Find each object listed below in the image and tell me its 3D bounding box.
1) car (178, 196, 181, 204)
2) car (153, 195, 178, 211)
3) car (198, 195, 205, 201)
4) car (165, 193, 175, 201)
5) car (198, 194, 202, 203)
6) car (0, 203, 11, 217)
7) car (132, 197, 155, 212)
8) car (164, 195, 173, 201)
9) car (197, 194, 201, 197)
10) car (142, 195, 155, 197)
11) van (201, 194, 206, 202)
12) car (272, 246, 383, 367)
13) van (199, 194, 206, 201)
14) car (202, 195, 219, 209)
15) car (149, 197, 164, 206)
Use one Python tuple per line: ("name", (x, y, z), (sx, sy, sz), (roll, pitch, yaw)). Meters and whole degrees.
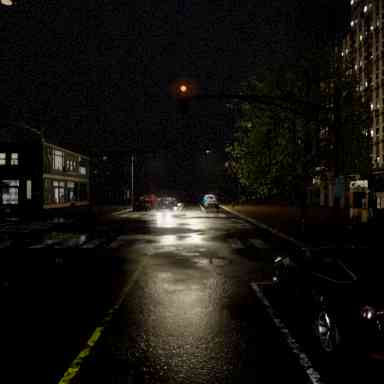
("car", (-3.164, 1.568, 50.735), (1.994, 1.385, 4.181), (0, 0, 0))
("car", (-3.144, 1.494, 40.040), (2.128, 1.511, 4.902), (0, 0, 0))
("car", (2.581, 1.534, 88.404), (1.752, 1.417, 4.829), (0, 0, 0))
("car", (-5.799, 1.324, 88.221), (2.192, 1.841, 5.009), (0, 0, 0))
("car", (2.616, 1.556, 60.479), (2.008, 1.369, 4.403), (0, 0, 0))
("car", (-17.303, 1.371, 27.250), (4.507, 1.381, 1.887), (1, -1, -1))
("car", (-5.735, 1.585, 38.262), (1.802, 1.307, 4.206), (0, 0, 0))
("car", (-5.793, 1.559, 82.670), (2.008, 1.369, 4.403), (0, 0, 0))
("car", (2.602, 1.572, 71.581), (1.947, 1.339, 4.313), (0, 0, 0))
("car", (-5.741, 1.318, 43.813), (2.192, 1.841, 5.009), (0, 0, 0))
("van", (2.632, 1.345, 49.378), (1.690, 1.788, 3.998), (0, 0, 0))
("car", (2.687, 1.566, 5.797), (1.947, 1.339, 4.313), (0, 0, 0))
("van", (2.590, 1.349, 82.683), (1.690, 1.788, 3.998), (0, 0, 0))
("car", (2.637, 1.528, 43.996), (1.752, 1.417, 4.829), (0, 0, 0))
("car", (-5.757, 1.555, 54.915), (2.008, 1.369, 4.403), (0, 0, 0))
